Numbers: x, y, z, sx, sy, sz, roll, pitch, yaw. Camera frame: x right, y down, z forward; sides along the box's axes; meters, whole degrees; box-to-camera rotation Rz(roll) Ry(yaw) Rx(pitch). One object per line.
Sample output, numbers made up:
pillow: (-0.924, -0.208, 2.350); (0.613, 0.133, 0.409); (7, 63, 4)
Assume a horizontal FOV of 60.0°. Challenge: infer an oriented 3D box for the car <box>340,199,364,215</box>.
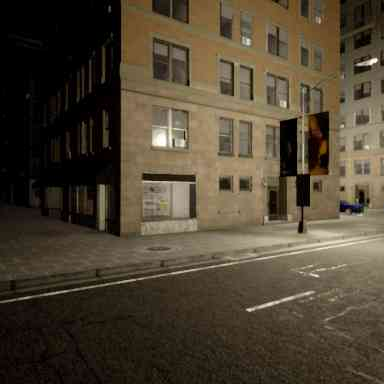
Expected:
car: (14.962, 1.459, 34.059); (1.882, 1.535, 5.008); (0, 0, -35)
